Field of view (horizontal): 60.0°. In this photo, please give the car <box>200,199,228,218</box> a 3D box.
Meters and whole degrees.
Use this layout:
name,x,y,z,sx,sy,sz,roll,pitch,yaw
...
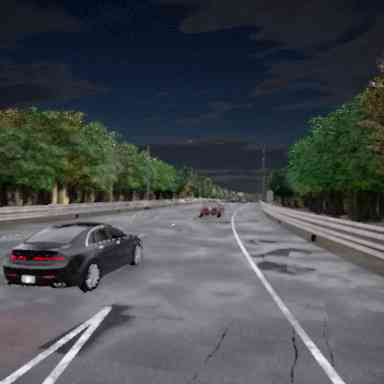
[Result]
name,x,y,z,sx,sy,sz,roll,pitch,yaw
car,2.214,1.715,35.063,2.097,1.767,4.553,0,-1,11

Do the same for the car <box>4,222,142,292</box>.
name,x,y,z,sx,sy,sz,roll,pitch,yaw
car,-2.907,1.591,9.294,1.837,1.490,4.892,0,-1,12
